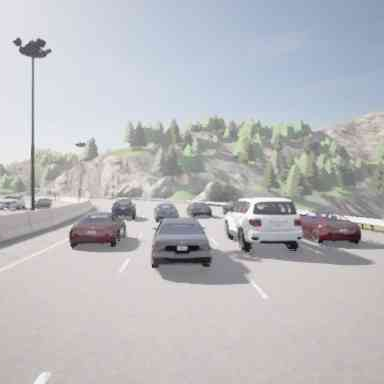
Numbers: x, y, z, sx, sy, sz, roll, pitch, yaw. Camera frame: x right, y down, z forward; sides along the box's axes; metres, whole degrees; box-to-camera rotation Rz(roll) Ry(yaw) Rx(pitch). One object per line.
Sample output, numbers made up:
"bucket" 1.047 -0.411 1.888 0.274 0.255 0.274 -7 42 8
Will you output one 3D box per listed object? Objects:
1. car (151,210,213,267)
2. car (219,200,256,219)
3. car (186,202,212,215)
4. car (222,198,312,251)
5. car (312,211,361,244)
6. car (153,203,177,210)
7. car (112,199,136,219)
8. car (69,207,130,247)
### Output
"car" -0.427 1.578 11.520 2.033 1.411 5.357 0 0 -4
"car" 4.219 1.571 31.716 2.128 1.511 4.902 0 0 -9
"car" 0.616 1.646 31.999 1.994 1.385 4.181 0 0 -10
"car" 2.877 1.259 14.474 2.150 2.045 5.566 0 0 -4
"car" 6.233 1.601 16.087 1.994 1.385 4.181 0 0 -5
"car" -2.139 1.620 27.150 2.033 1.411 5.357 0 0 -8
"car" -6.152 1.433 30.064 2.097 1.767 4.553 0 0 -9
"car" -4.241 1.607 15.446 1.994 1.385 4.181 0 0 -5
